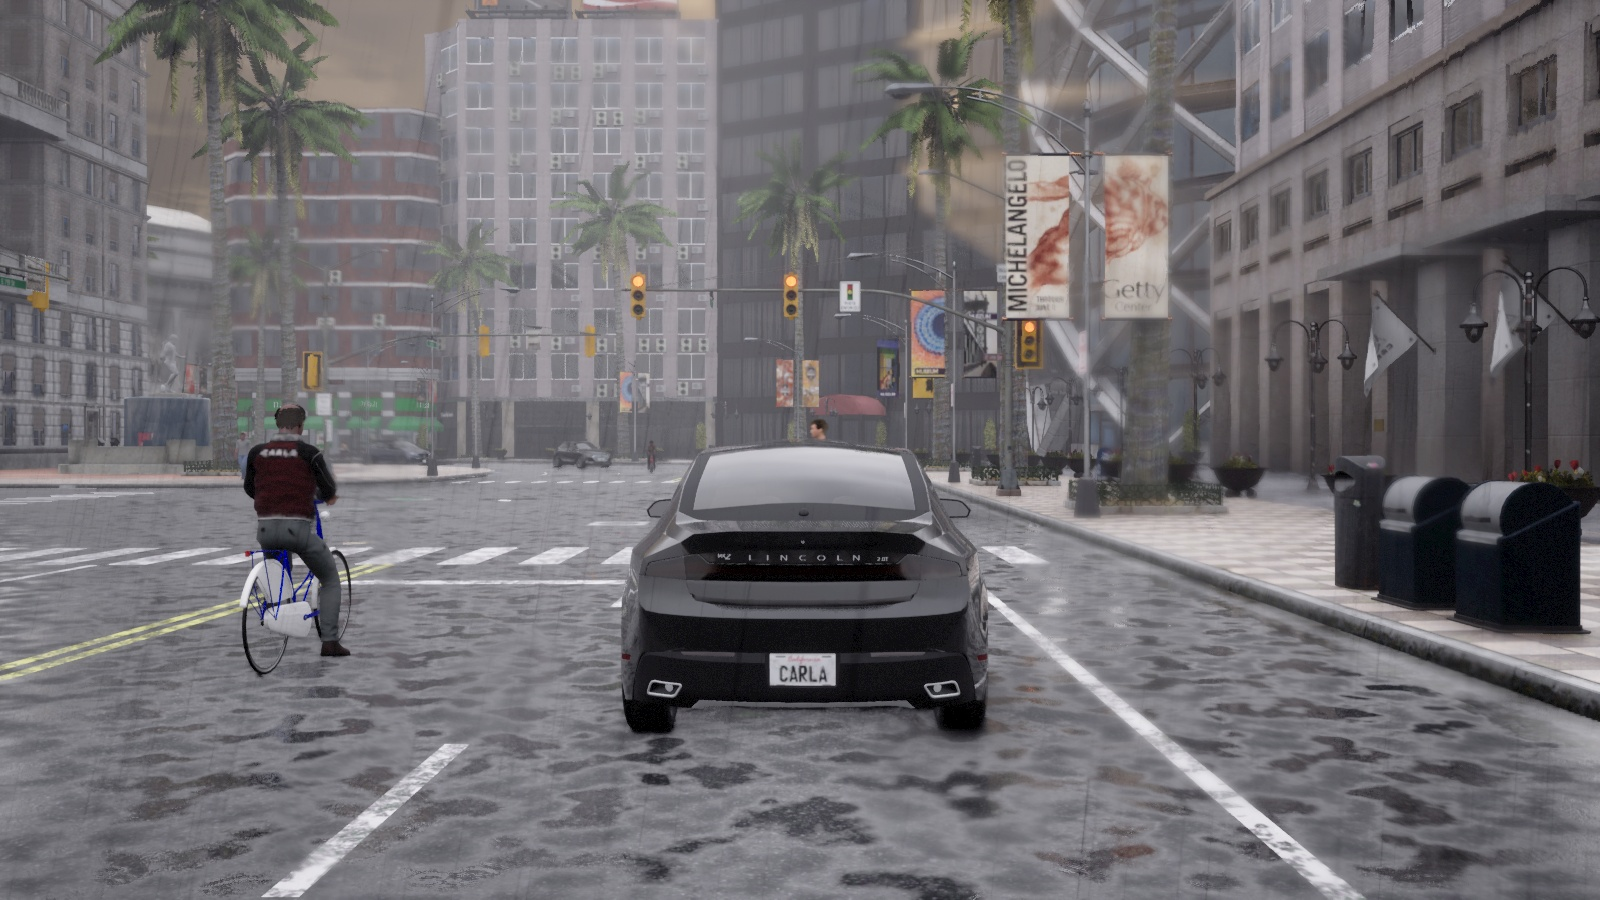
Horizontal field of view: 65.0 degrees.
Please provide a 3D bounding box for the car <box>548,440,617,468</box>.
[{"bbox_3d":[-13.155,0.239,75.717,2.033,1.649,4.856,0,0,-39],"label":"car"}]

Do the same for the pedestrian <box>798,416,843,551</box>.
[{"bbox_3d":[0.282,0.456,17.239,0.594,1.836,0.345,0,0,3],"label":"pedestrian"}]

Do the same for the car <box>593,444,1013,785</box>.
[{"bbox_3d":[0.047,0.707,7.945,1.837,1.490,4.892,0,0,1],"label":"car"}]

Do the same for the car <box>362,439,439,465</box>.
[{"bbox_3d":[-26.295,0.103,82.678,4.611,1.667,2.242,0,0,29],"label":"car"}]

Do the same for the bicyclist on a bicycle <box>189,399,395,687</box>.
[{"bbox_3d":[-3.432,0.565,8.669,0.659,1.776,1.843,0,1,0],"label":"bicyclist on a bicycle"}]

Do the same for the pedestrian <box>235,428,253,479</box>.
[{"bbox_3d":[-20.375,0.127,45.998,0.354,1.836,0.706,0,0,-1],"label":"pedestrian"}]
